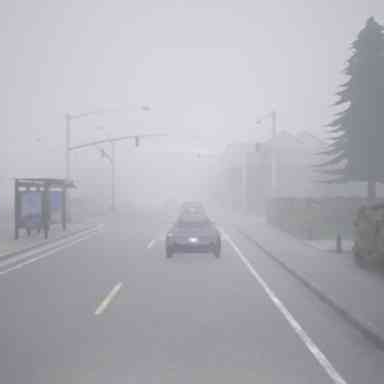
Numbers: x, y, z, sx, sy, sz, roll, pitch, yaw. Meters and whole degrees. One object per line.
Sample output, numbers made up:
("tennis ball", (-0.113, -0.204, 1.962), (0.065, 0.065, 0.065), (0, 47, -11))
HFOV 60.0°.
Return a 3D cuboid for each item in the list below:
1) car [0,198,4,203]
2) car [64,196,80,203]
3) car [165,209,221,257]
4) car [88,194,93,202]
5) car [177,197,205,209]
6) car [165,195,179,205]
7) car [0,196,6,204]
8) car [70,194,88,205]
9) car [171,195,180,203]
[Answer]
("car", (-29.013, 1.352, 46.371), (2.152, 1.636, 5.027), (0, 0, 0))
("car", (-25.998, 1.563, 72.244), (1.970, 1.475, 3.806), (0, 0, 0))
("car", (0.057, 1.565, 13.012), (1.994, 1.385, 4.181), (0, 0, 0))
("car", (-22.672, 1.279, 71.644), (1.905, 1.878, 3.866), (0, 0, 0))
("car", (0.050, 1.479, 28.520), (2.097, 1.767, 4.553), (0, 1, 0))
("car", (-3.582, 1.556, 57.592), (2.033, 1.411, 5.357), (0, 0, 1))
("car", (-38.391, 1.499, 64.435), (2.007, 1.523, 4.514), (0, 0, 0))
("car", (-18.957, 1.498, 53.778), (2.007, 1.523, 4.514), (0, 0, 0))
("car", (-3.547, 1.501, 73.194), (1.837, 1.490, 4.892), (0, 0, 0))
